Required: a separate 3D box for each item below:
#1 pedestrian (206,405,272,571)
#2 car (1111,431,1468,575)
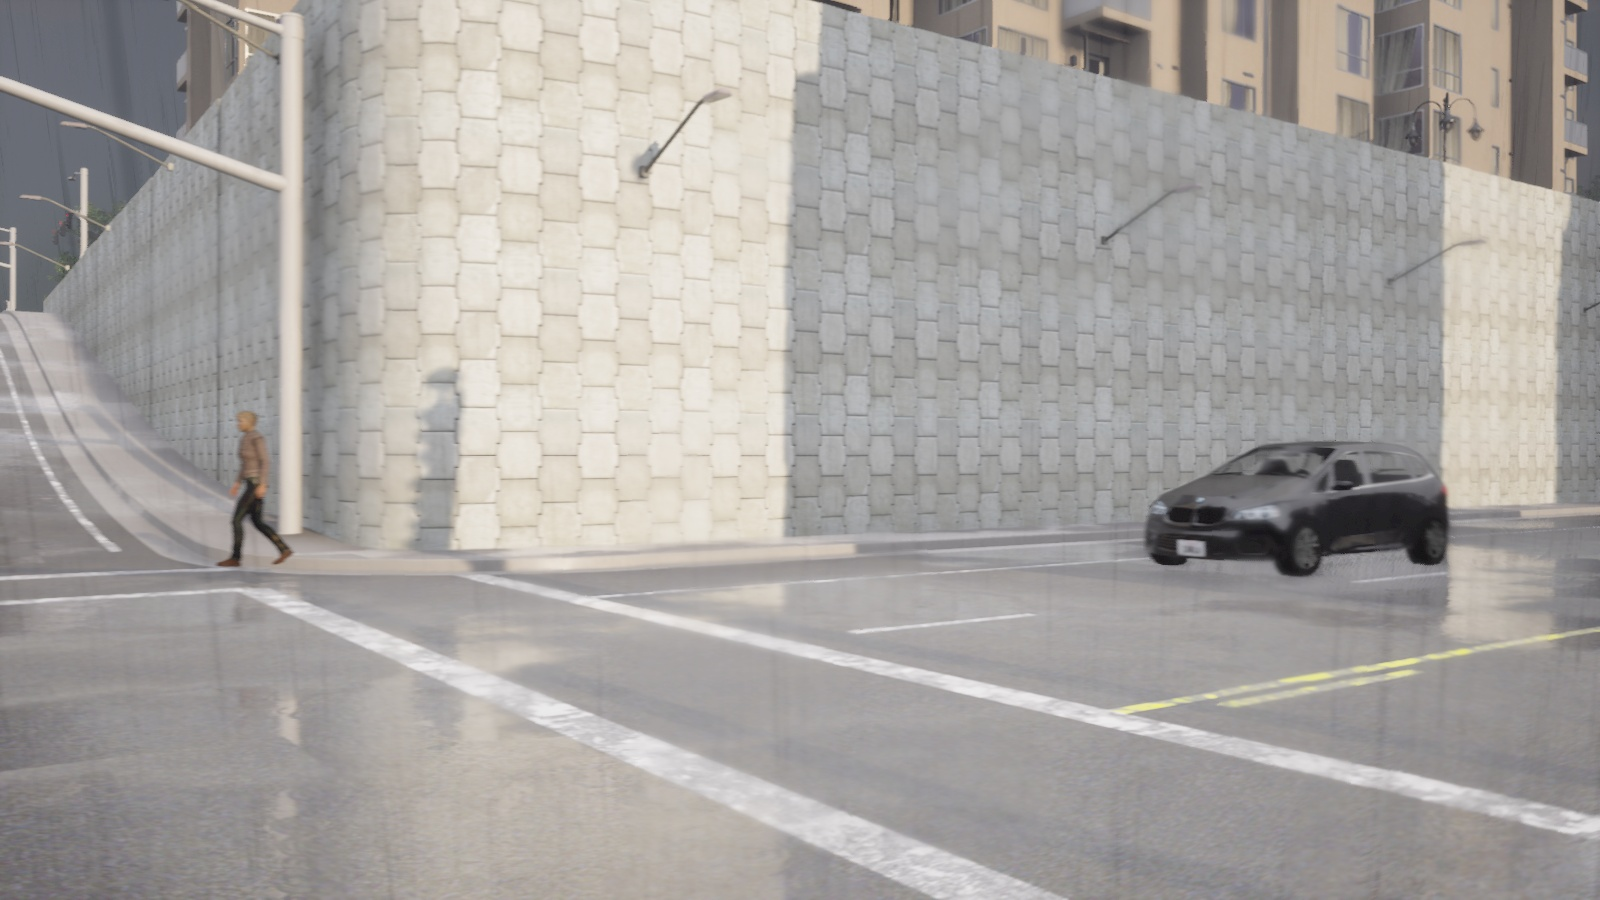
[{"bbox_3d":[-6.380,0.423,14.286,0.634,1.846,0.331,0,0,-34],"label":"pedestrian"},{"bbox_3d":[6.596,0.616,16.779,4.611,1.667,2.242,0,0,-35],"label":"car"}]
